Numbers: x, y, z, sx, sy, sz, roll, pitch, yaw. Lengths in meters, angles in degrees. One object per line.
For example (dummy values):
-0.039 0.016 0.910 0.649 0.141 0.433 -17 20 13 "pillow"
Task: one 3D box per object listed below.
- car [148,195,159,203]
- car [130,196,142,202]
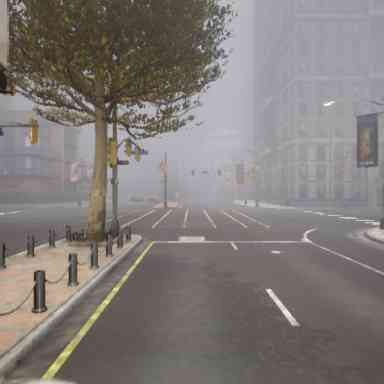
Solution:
-8.000 1.382 68.898 1.882 1.535 5.008 0 0 0 "car"
-11.500 1.457 68.894 1.994 1.385 4.181 0 0 0 "car"
